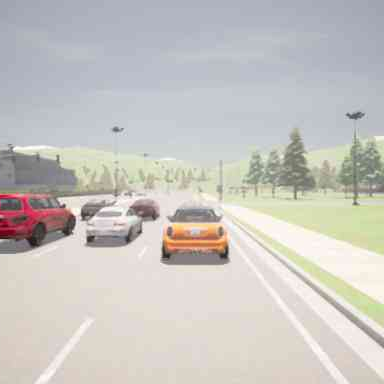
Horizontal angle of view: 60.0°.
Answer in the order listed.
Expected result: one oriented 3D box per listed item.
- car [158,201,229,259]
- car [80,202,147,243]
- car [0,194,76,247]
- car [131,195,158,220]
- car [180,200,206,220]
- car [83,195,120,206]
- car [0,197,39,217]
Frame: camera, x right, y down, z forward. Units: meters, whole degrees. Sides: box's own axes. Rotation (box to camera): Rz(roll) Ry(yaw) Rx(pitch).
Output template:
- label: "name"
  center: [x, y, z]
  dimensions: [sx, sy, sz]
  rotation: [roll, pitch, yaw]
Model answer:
- label: "car"
  center: [0.100, 1.240, 12.188]
  dimensions: [2.097, 1.767, 4.553]
  rotation: [0, 0, 0]
- label: "car"
  center: [-3.427, 1.387, 15.244]
  dimensions: [1.812, 1.442, 4.674]
  rotation: [0, 0, 0]
- label: "car"
  center: [-6.933, 1.090, 14.381]
  dimensions: [2.150, 2.045, 5.566]
  rotation: [0, 0, 0]
- label: "car"
  center: [-3.498, 1.247, 25.424]
  dimensions: [1.882, 1.535, 5.008]
  rotation: [0, 0, 0]
- label: "car"
  center: [0.059, 1.362, 26.286]
  dimensions: [1.895, 1.301, 4.718]
  rotation: [0, 1, 0]
- label: "car"
  center: [-6.998, 1.260, 25.442]
  dimensions: [2.128, 1.511, 4.902]
  rotation: [0, 1, 0]
- label: "car"
  center: [-15.133, 1.249, 28.472]
  dimensions: [1.837, 1.490, 4.892]
  rotation: [0, 0, 0]
